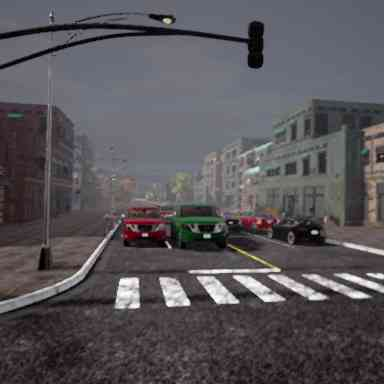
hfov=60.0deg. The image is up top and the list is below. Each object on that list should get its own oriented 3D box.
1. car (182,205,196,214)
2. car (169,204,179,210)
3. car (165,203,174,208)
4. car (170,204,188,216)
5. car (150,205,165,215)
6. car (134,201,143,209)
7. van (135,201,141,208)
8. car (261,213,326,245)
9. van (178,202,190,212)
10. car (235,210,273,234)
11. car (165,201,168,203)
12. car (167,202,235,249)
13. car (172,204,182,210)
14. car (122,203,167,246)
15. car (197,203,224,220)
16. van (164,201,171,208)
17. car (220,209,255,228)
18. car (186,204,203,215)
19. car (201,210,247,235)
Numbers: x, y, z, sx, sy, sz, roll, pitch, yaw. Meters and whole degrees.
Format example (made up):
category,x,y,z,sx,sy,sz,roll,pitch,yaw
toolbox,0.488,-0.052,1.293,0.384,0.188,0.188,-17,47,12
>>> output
category,x,y,z,sx,sy,sz,roll,pitch,yaw
car,-0.610,2.975,56.917,1.802,1.307,4.206,1,-1,-9
car,-4.258,3.469,78.803,1.802,1.307,4.206,1,-1,-9
car,-6.081,3.716,89.746,1.802,1.307,4.206,1,-1,-9
car,-2.008,2.665,49.407,2.128,1.511,4.902,1,-1,-9
car,-5.238,2.677,50.101,1.812,1.442,4.674,1,-1,-9
car,-13.432,3.135,82.906,2.192,1.841,5.009,1,-1,-9
van,-14.344,3.285,88.377,1.690,1.788,3.998,1,-1,-9
car,5.772,2.091,18.617,1.947,1.339,4.313,1,-1,-9
van,-1.520,2.858,62.395,1.690,1.788,3.998,1,-1,-9
car,4.862,2.089,24.091,1.967,1.590,4.097,1,-1,-9
car,-2.223,2.058,31.452,2.097,1.767,4.553,1,-1,-9
car,0.201,1.598,16.890,2.150,2.045,5.566,1,-2,-9
car,-3.346,3.346,73.332,1.802,1.307,4.206,1,-1,-9
car,-2.490,1.649,17.248,2.192,1.841,5.009,1,-1,-9
car,2.127,2.336,40.509,2.192,1.841,5.009,1,-1,-9
van,-6.991,3.599,95.224,1.690,1.788,3.998,1,-1,-9
car,3.921,2.302,29.728,1.752,1.417,4.829,1,-1,-9
car,0.302,2.709,51.449,1.967,1.590,4.097,1,-1,-9
car,2.168,2.158,24.561,2.033,1.411,5.357,1,-1,-10
